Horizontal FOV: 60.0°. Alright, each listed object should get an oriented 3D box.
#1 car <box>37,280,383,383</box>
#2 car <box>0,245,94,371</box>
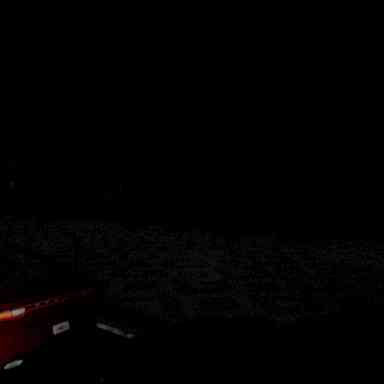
[{"bbox_3d":[1.163,1.544,2.136,4.507,1.381,1.887,0,0,35],"label":"car"},{"bbox_3d":[-3.432,1.538,5.399,4.507,1.381,1.887,0,0,35],"label":"car"}]
